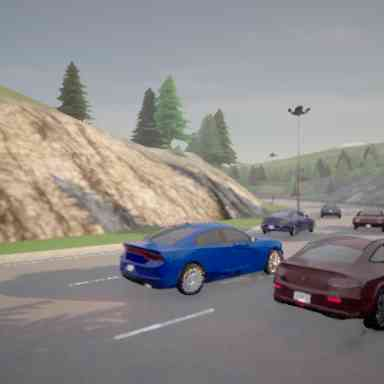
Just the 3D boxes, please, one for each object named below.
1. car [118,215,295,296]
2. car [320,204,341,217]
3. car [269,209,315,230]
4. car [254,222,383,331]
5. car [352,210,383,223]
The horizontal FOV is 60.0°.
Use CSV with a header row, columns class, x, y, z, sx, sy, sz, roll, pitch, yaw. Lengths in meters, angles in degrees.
class,x,y,z,sx,sy,sz,roll,pitch,yaw
car,0.496,1.557,9.002,5.008,1.535,1.882,1,0,-41
car,15.002,1.949,36.046,1.994,1.385,4.181,0,0,22
car,5.686,1.722,19.534,1.812,1.442,4.674,0,-1,39
car,3.547,1.605,7.067,4.674,1.442,1.812,1,-1,-42
car,12.326,1.860,22.785,1.895,1.301,4.718,0,-1,33
